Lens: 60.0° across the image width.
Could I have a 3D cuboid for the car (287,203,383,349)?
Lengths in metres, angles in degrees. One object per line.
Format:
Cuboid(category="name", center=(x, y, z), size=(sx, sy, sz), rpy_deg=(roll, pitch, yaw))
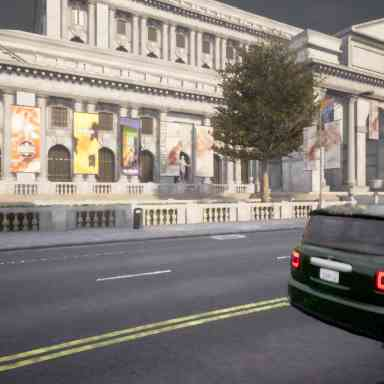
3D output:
Cuboid(category="car", center=(4.202, 1.222, 5.841), size=(5.566, 2.045, 2.150), rpy_deg=(0, 0, -29))
